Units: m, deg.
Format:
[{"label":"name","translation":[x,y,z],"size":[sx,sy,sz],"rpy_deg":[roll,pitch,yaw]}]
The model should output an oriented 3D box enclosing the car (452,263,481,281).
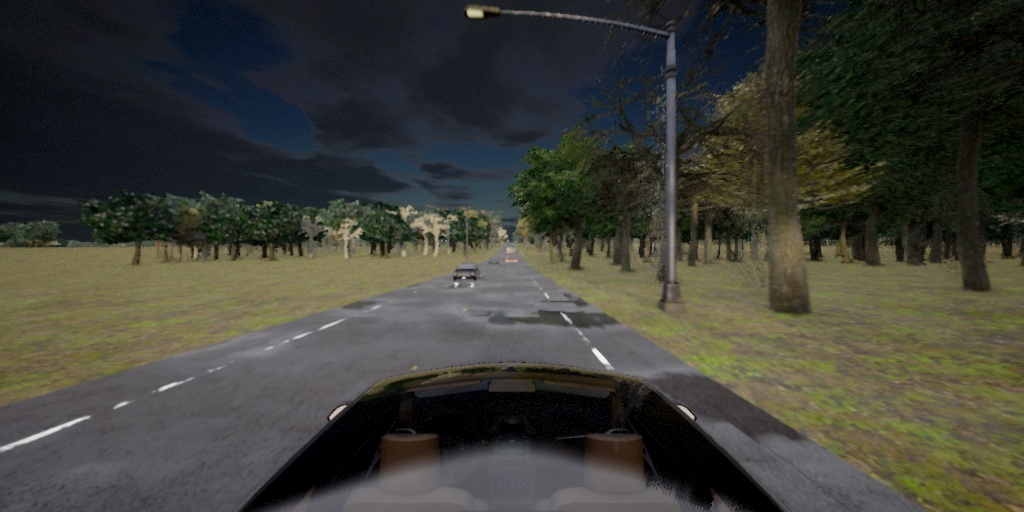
[{"label":"car","translation":[-3.591,1.253,29.389],"size":[2.033,1.411,5.357],"rpy_deg":[0,0,0]}]
